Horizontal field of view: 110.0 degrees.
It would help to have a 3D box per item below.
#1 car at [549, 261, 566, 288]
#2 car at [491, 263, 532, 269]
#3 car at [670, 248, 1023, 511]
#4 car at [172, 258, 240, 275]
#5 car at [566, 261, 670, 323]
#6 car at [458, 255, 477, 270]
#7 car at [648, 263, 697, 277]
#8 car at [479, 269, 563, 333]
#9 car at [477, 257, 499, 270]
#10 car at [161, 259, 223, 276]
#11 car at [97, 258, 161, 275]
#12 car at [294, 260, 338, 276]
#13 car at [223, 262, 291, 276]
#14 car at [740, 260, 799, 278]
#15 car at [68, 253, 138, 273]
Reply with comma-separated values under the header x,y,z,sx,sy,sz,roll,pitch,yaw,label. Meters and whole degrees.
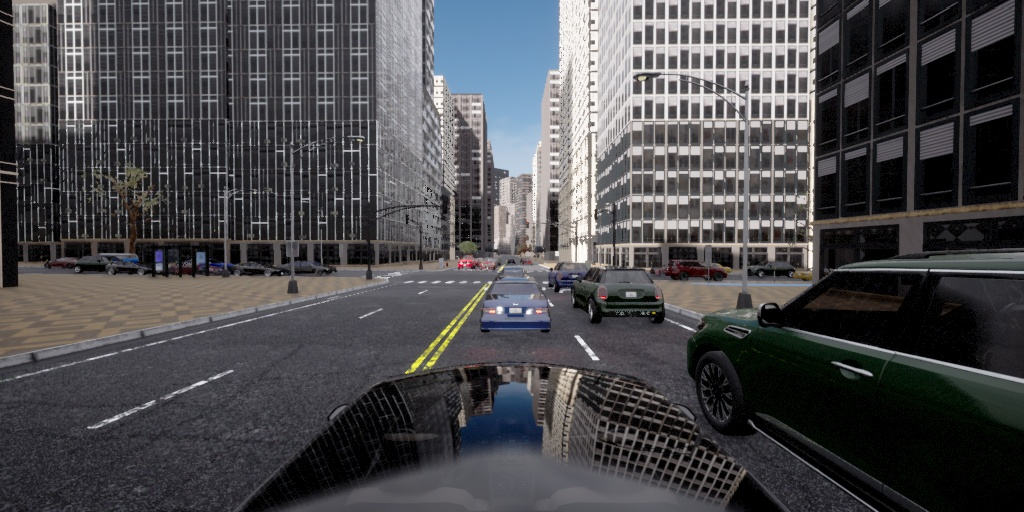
x,y,z,sx,sy,sz,roll,pitch,yaw,label
3.322,1.091,21.034,2.097,1.767,4.553,0,0,0,car
0.073,1.304,19.969,1.994,1.385,4.181,0,0,0,car
3.346,0.971,2.323,2.150,2.045,5.566,0,0,0,car
-29.817,0.976,35.018,5.008,1.535,1.882,1,1,1,car
3.335,1.097,12.169,2.097,1.767,4.553,0,0,0,car
-6.662,0.933,53.315,2.150,2.045,5.566,0,0,0,car
16.662,1.427,37.458,4.181,1.385,1.994,1,1,2,car
0.089,1.293,10.726,2.033,1.411,5.357,0,0,0,car
-3.384,1.066,51.167,2.097,1.767,4.553,0,0,-1,car
-28.459,1.136,32.302,4.207,1.307,1.802,0,0,1,car
-34.140,1.068,32.467,4.313,1.339,1.948,0,0,1,car
-19.957,1.135,34.831,5.357,1.411,2.033,1,1,1,car
-22.775,1.172,32.176,4.313,1.339,1.948,0,0,1,car
26.696,1.303,37.310,4.553,1.767,2.097,1,1,1,car
-39.848,0.759,35.214,4.553,1.767,2.097,1,1,1,car
